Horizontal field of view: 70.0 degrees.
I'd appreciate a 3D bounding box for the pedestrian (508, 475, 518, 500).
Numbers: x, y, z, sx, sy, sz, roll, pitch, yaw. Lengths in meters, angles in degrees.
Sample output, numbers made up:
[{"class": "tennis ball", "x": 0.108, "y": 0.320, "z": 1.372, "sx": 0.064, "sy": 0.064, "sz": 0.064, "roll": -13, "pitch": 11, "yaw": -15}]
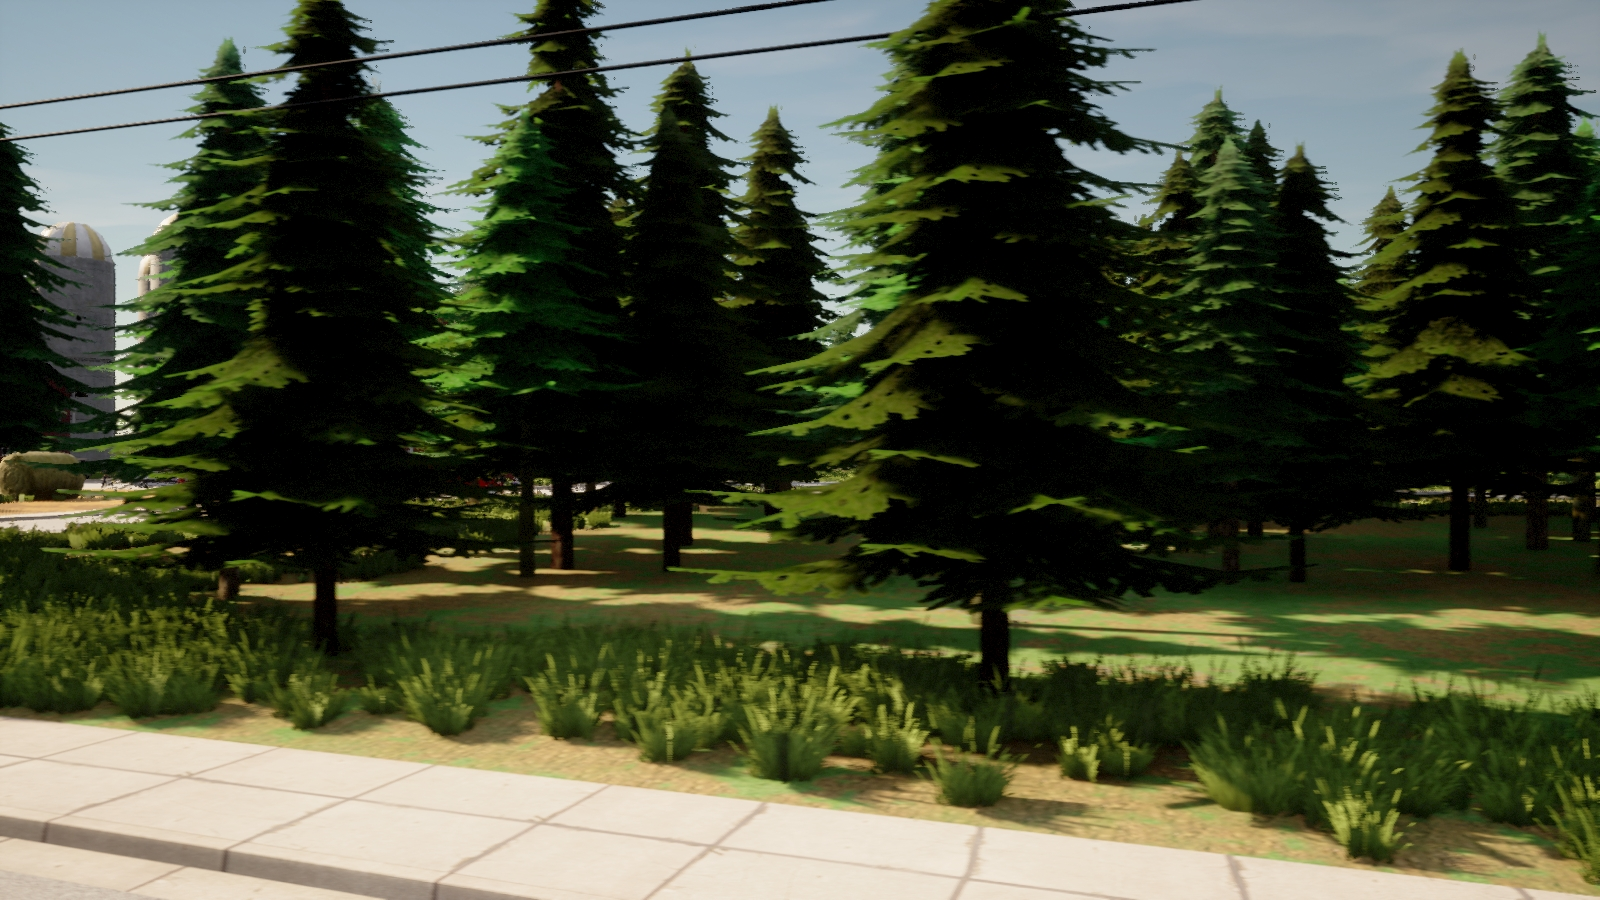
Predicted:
[{"class": "pedestrian", "x": -15.102, "y": 1.976, "z": 60.192, "sx": 0.375, "sy": 1.300, "sz": 0.375, "roll": 0, "pitch": 0, "yaw": 21}]
